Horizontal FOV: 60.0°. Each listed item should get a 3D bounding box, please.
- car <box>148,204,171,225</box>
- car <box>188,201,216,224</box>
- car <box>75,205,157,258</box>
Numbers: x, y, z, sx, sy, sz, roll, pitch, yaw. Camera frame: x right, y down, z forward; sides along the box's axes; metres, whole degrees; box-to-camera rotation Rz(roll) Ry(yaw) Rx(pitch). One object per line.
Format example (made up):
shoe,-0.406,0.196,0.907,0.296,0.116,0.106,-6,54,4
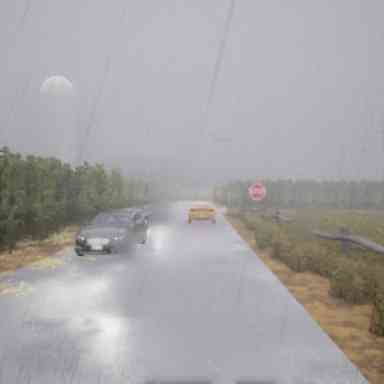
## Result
car,-2.527,1.503,22.972,1.994,1.385,4.181,1,0,2
car,0.723,1.424,24.700,1.882,1.535,5.008,1,0,1
car,-2.880,1.462,12.796,2.128,1.511,4.902,1,0,2
